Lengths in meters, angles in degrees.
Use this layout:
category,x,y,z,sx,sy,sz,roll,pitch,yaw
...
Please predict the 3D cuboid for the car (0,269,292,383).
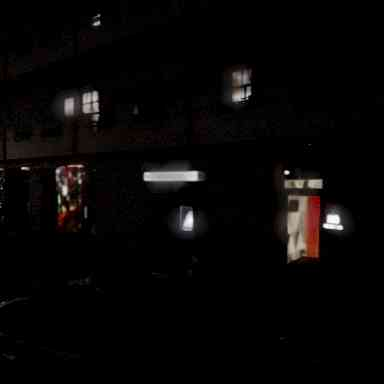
category,x,y,z,sx,sy,sz,roll,pitch,yaw
car,-1.112,1.565,3.612,4.313,1.339,1.947,0,1,36
